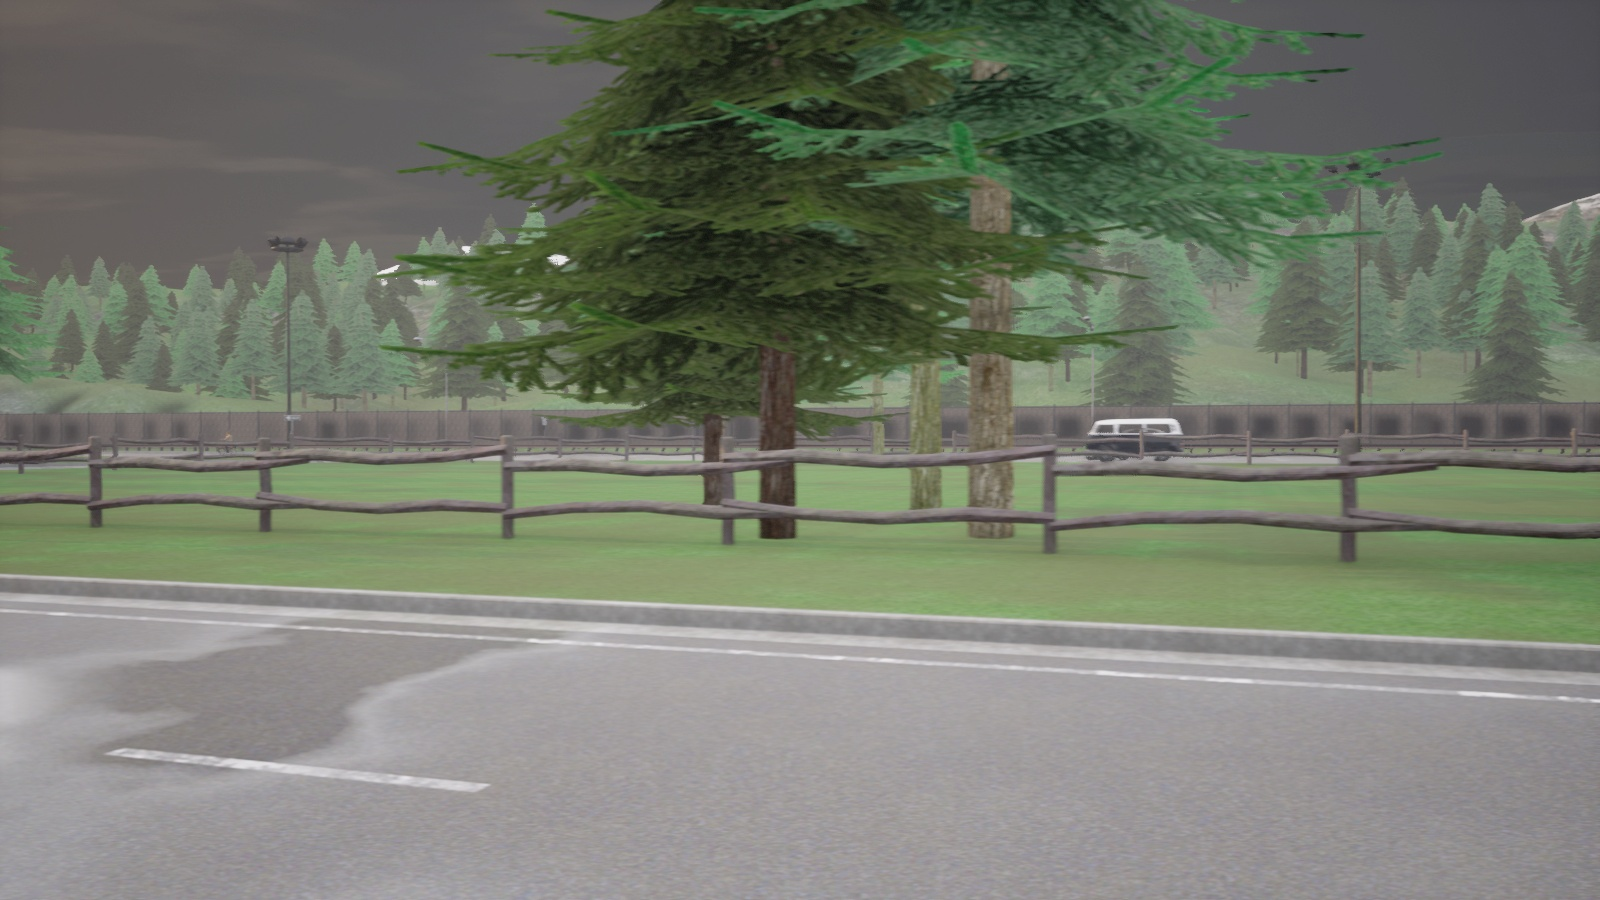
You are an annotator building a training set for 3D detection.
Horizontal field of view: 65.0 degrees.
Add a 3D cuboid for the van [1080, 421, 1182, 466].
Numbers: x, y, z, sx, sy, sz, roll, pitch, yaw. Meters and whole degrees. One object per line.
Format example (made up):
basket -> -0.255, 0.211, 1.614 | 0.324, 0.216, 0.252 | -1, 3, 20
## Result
van -> 15.466, -0.329, 58.632 | 4.480, 2.038, 2.069 | 1, 1, 18
